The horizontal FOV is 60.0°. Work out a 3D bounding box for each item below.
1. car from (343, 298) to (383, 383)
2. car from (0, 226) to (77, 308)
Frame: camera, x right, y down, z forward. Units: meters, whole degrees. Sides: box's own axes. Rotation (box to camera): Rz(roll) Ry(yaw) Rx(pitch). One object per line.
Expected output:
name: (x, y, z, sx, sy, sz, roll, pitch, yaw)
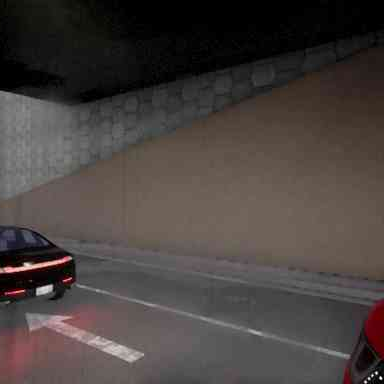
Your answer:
car: (3.644, 1.222, 1.345, 5.566, 2.045, 2.150, 0, 0, 35)
car: (-4.533, 1.491, 7.202, 4.902, 1.511, 2.128, 0, 0, 36)
